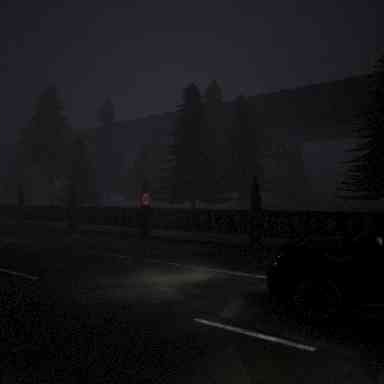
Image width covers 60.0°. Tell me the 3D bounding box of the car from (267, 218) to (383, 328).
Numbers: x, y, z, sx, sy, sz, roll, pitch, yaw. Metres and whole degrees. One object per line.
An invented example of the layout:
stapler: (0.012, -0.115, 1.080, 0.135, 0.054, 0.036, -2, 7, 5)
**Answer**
car: (4.075, 1.220, 5.383, 5.566, 2.045, 2.150, -1, 0, 36)
